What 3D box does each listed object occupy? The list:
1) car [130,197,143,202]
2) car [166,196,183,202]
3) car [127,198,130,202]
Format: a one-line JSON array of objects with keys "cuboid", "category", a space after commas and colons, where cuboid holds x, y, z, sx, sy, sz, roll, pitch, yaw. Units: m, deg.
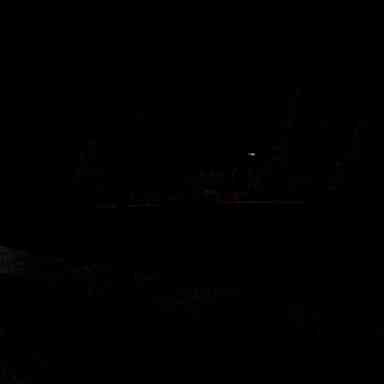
[{"cuboid": [-9.632, 1.714, 68.815, 2.033, 1.411, 5.357, -1, 0, 36], "category": "car"}, {"cuboid": [-3.726, 1.514, 65.039, 1.882, 1.535, 5.008, -1, 0, 36], "category": "car"}, {"cuboid": [-12.468, 1.731, 70.866, 1.812, 1.442, 4.674, -1, 0, 36], "category": "car"}]
